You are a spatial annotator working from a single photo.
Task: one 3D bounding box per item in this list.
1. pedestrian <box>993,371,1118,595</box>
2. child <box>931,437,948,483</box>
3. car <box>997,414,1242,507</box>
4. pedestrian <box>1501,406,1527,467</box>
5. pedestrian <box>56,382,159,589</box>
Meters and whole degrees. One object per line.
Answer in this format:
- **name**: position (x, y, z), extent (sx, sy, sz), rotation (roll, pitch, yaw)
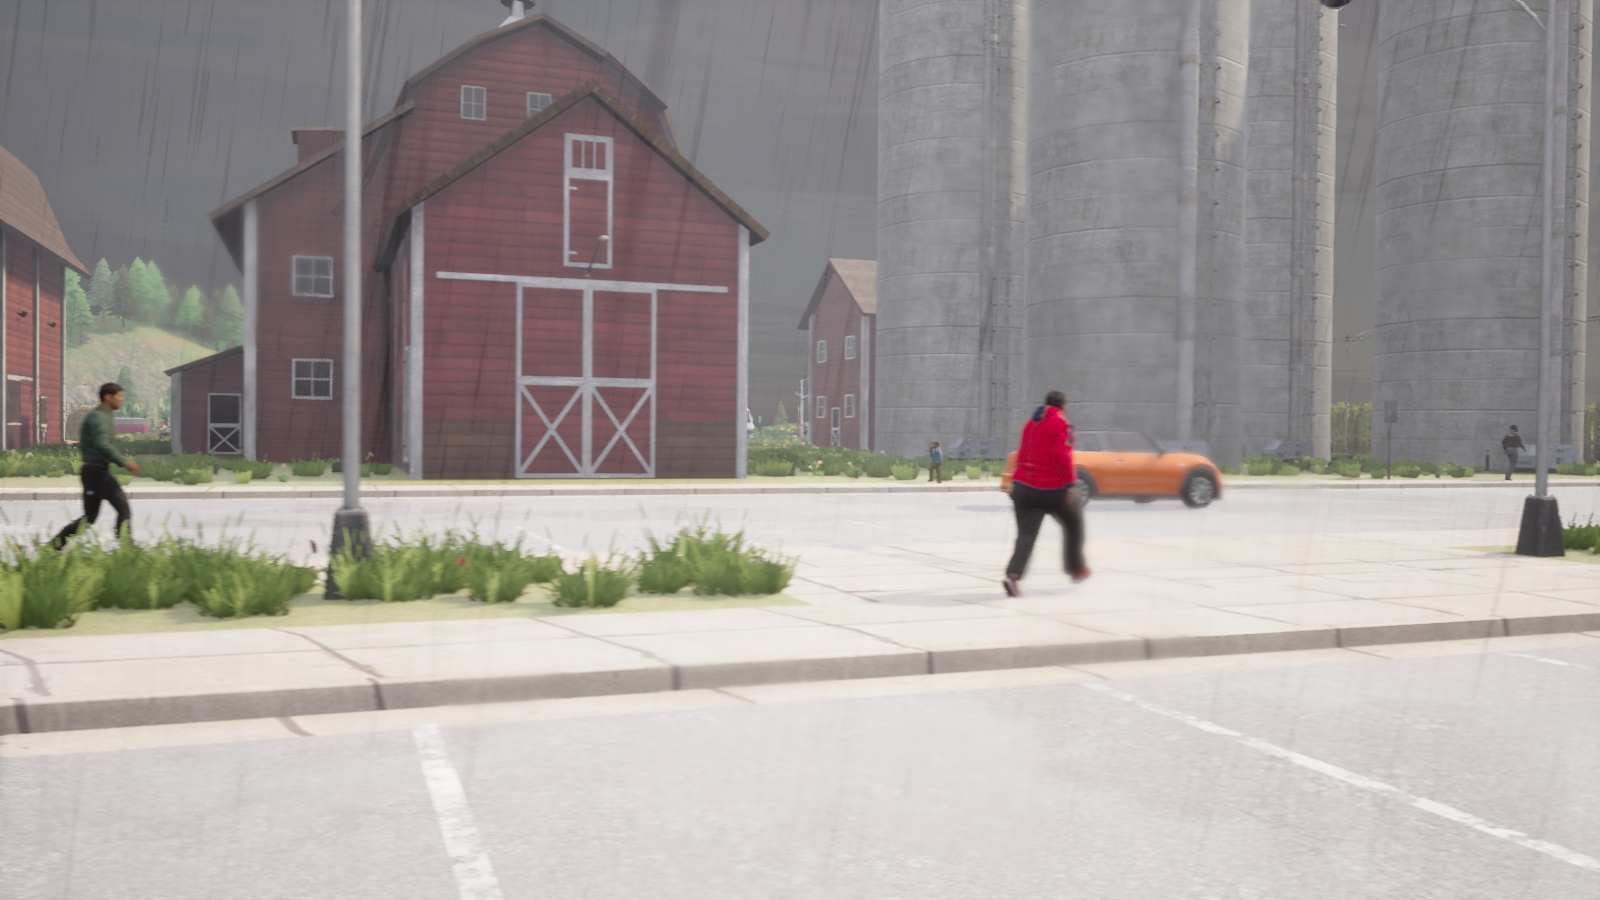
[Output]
- **pedestrian**: position (2.210, 0.264, 10.846), extent (0.899, 1.844, 0.634), rotation (-1, 1, -41)
- **child**: position (3.696, 0.260, 33.287), extent (0.448, 1.192, 0.343), rotation (-1, 1, 4)
- **car**: position (6.613, 0.169, 26.078), extent (4.553, 1.767, 2.097), rotation (-1, 1, -21)
- **pedestrian**: position (23.076, -0.438, 40.584), extent (0.666, 1.930, 0.402), rotation (-1, 1, -18)
- **pedestrian**: position (-6.676, 0.327, 12.134), extent (0.788, 1.949, 0.423), rotation (-1, 1, -20)
